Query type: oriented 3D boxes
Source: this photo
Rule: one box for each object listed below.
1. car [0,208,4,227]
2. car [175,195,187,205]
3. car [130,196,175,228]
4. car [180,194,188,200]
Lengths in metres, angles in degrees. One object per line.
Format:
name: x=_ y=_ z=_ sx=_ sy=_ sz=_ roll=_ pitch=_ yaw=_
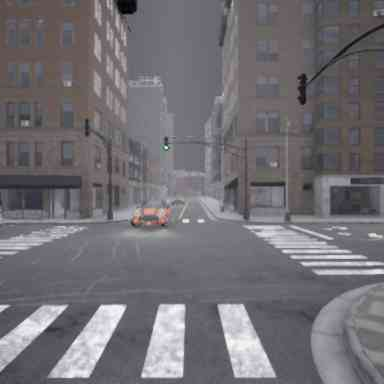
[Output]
car: x=-13.027 y=1.273 z=18.288 sx=5.566 sy=2.045 sz=2.150 roll=-1 pitch=3 yaw=22
car: x=-2.198 y=1.247 z=55.728 sx=2.097 sy=1.767 sz=4.553 roll=0 pitch=-1 yaw=0
car: x=-2.520 y=1.272 z=21.967 sx=2.097 sy=1.767 sz=4.553 roll=0 pitch=0 yaw=2
car: x=-2.077 y=1.359 z=88.832 sx=1.994 sy=1.385 sz=4.181 roll=0 pitch=0 yaw=0
